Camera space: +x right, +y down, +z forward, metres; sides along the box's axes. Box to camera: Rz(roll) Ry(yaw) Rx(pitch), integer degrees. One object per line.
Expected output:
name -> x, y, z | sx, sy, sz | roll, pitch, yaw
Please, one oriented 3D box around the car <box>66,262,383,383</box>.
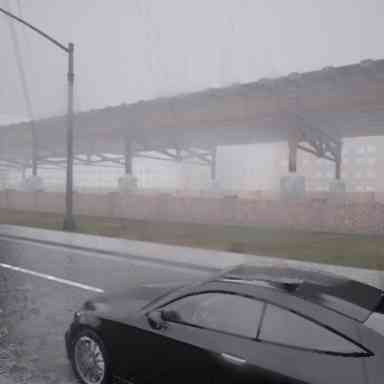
car -> 0.621, 1.523, 3.558 | 4.674, 1.442, 1.812 | 0, 0, 36
